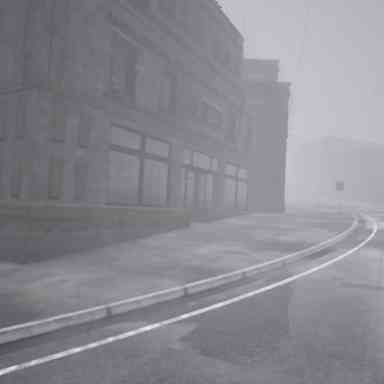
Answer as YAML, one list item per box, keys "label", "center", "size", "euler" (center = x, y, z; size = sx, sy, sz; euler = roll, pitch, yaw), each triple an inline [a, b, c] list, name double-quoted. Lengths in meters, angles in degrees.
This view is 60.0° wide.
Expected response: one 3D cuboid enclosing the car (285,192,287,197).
- label: "car"
  center: [15.328, 0.002, 60.070]
  size: [1.837, 1.490, 4.892]
  euler: [4, 2, -15]
